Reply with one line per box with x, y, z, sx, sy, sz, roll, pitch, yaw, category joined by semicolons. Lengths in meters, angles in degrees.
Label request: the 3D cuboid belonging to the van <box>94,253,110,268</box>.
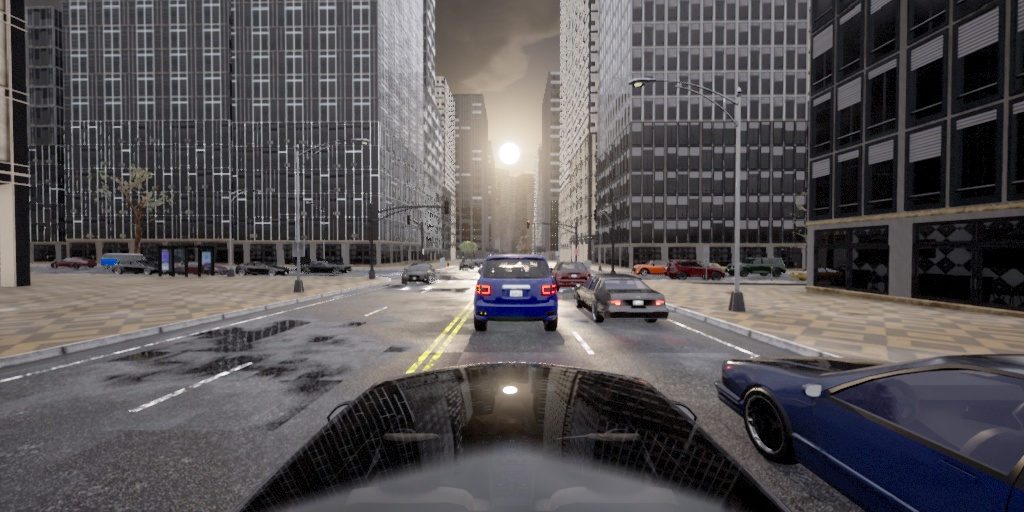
-45.275;0.590;41.623;3.998;1.789;1.690;0;0;1;van

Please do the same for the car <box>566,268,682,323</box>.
3.354;1.289;12.054;2.033;1.411;5.357;0;0;0;car

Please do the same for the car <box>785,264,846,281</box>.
27.651;1.567;31.908;4.829;1.417;1.751;0;0;1;car

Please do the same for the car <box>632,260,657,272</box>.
15.048;1.189;37.882;4.553;1.767;2.097;0;1;0;car

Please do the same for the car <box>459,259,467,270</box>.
-6.586;1.201;52.521;1.837;1.490;4.892;0;0;-1;car

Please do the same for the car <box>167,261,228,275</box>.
-28.406;1.126;32.784;4.207;1.307;1.802;0;0;1;car

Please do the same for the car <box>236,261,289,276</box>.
-22.722;1.162;32.649;4.313;1.339;1.948;0;0;1;car

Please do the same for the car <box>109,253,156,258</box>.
-36.363;0.778;35.649;4.553;1.767;2.097;1;1;1;car

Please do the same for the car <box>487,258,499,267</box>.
-3.299;1.158;63.024;1.882;1.535;5.008;0;0;0;car

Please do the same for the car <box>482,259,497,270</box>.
-3.320;1.172;53.411;1.882;1.535;5.008;0;0;0;car

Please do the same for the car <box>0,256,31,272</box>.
-51.582;0.763;36.027;5.008;1.535;1.882;0;1;2;car

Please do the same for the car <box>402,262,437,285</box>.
-6.584;1.236;25.961;1.837;1.490;4.892;2;0;-5;car

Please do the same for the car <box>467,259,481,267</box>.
-6.551;1.281;62.824;1.895;1.301;4.718;0;0;0;car

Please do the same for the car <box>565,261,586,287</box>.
3.355;1.085;21.461;2.097;1.767;4.553;0;0;0;car

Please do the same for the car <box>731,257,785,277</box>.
25.582;1.150;37.718;5.566;2.045;2.150;1;1;1;car

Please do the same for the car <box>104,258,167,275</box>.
-34.087;1.057;32.959;4.313;1.339;1.948;0;0;1;car

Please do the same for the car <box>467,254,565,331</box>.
0.100;0.964;11.051;2.150;2.045;5.566;0;0;0;car

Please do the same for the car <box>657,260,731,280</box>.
16.203;1.257;32.109;5.009;1.841;2.192;0;0;1;car

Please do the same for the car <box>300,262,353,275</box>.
-18.340;1.192;35.257;4.718;1.301;1.895;1;1;2;car

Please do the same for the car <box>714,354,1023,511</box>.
3.351;1.297;1.874;2.033;1.411;5.357;0;0;1;car
